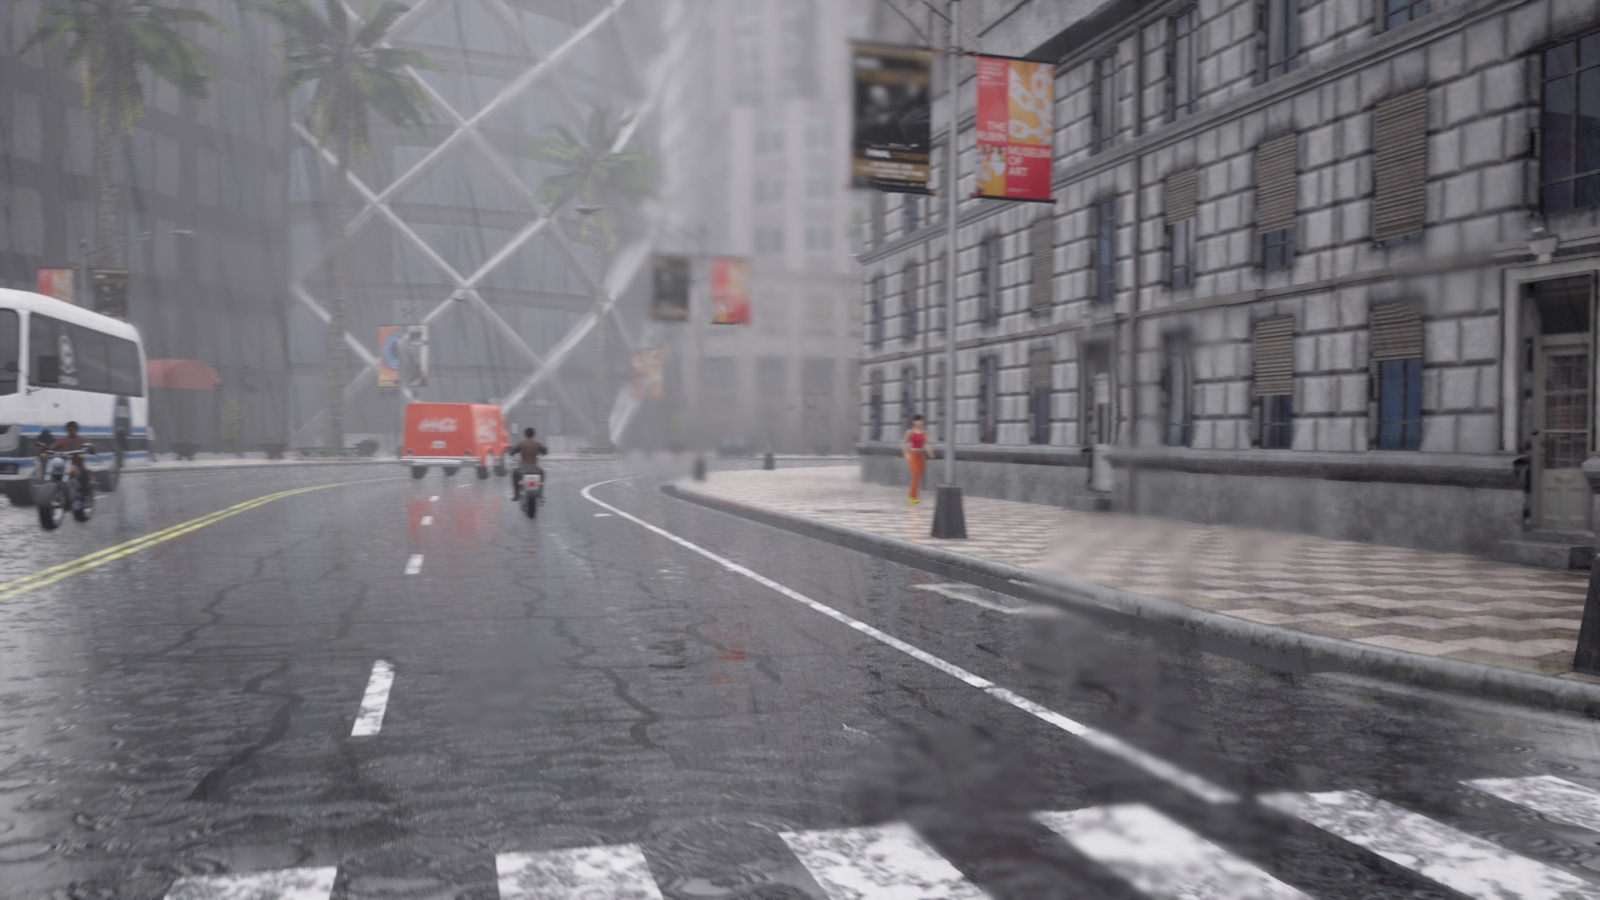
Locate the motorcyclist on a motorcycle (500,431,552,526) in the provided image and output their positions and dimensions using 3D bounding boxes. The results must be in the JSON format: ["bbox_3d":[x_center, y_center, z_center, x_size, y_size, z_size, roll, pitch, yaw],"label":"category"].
[{"bbox_3d":[-5.025,0.483,22.946,0.766,1.649,2.350,-1,0,-16],"label":"motorcyclist on a motorcycle"}]

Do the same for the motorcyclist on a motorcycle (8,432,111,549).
[{"bbox_3d":[-11.213,0.562,19.104,0.766,1.649,2.350,-1,1,-16],"label":"motorcyclist on a motorcycle"}]

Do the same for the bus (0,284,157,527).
[{"bbox_3d":[-16.908,-0.803,26.471,3.944,4.253,10.273,-1,1,-15],"label":"bus"}]

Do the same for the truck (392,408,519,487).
[{"bbox_3d":[-11.349,-0.106,41.858,2.627,2.467,5.204,0,1,2],"label":"truck"}]

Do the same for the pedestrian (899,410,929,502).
[{"bbox_3d":[2.305,0.116,25.462,0.345,1.836,0.594,-1,1,-24],"label":"pedestrian"}]

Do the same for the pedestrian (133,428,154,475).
[{"bbox_3d":[-25.993,0.053,49.725,0.354,1.836,0.706,0,1,9],"label":"pedestrian"}]
